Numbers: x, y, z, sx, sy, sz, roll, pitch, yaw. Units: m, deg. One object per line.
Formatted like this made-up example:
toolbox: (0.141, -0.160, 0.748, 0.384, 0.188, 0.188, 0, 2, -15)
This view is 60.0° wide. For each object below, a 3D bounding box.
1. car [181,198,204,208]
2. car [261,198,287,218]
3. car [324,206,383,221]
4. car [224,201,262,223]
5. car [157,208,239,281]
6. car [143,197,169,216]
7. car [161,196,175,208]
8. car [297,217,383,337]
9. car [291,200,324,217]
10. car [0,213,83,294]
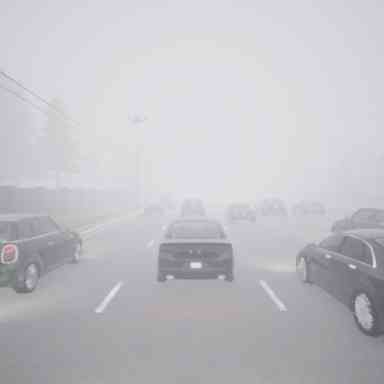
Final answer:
car: (0.054, 1.321, 30.272, 2.097, 1.767, 4.553, 0, 0, 0)
car: (7.054, 1.313, 30.282, 2.097, 1.767, 4.553, 0, 0, 0)
car: (7.083, 1.330, 12.594, 2.097, 1.767, 4.553, 0, 0, 0)
car: (3.564, 1.518, 25.126, 2.033, 1.411, 5.357, 0, 0, 0)
car: (0.088, 1.467, 9.835, 1.882, 1.535, 5.008, 0, 0, 0)
car: (-3.517, 1.498, 31.858, 1.812, 1.442, 4.674, 0, 0, 1)
car: (-3.545, 1.309, 45.819, 2.097, 1.767, 4.553, 0, 0, 0)
car: (3.593, 1.494, 6.607, 1.837, 1.490, 4.892, 0, 0, 0)
car: (10.554, 1.447, 30.551, 2.128, 1.511, 4.902, 0, 0, 0)
car: (-4.561, 1.348, 8.955, 2.097, 1.767, 4.553, 0, 0, 0)
